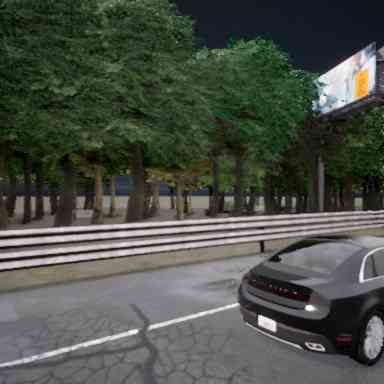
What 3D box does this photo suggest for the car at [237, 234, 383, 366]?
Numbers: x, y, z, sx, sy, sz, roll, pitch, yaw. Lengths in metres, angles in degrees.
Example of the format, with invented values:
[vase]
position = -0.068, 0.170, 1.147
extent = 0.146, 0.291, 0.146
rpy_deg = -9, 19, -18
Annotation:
[car]
position = 2.979, 1.523, 5.870
extent = 4.892, 1.490, 1.837
rpy_deg = 0, 0, -36
